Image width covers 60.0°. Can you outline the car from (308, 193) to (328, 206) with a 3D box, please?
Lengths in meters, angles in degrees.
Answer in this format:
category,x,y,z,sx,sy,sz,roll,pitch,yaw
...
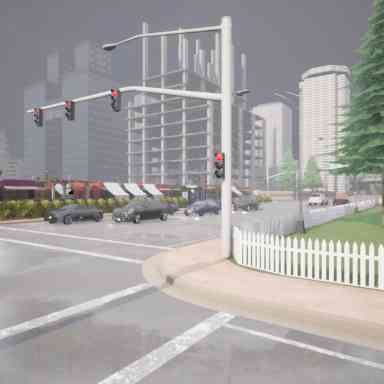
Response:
category,x,y,z,sx,sy,sz,roll,pitch,yaw
car,21.052,1.221,55.345,2.150,2.045,5.566,0,0,34

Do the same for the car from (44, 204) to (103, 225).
category,x,y,z,sx,sy,sz,roll,pitch,yaw
car,-8.588,1.564,24.410,1.994,1.385,4.181,0,0,34

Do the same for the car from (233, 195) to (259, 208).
category,x,y,z,sx,sy,sz,roll,pitch,yaw
car,7.945,1.352,48.751,2.097,1.767,4.553,0,0,35

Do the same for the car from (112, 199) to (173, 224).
category,x,y,z,sx,sy,sz,roll,pitch,yaw
car,-3.874,1.352,25.127,2.097,1.767,4.553,0,0,34

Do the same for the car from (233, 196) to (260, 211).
category,x,y,z,sx,sy,sz,roll,pitch,yaw
car,6.715,1.505,40.747,1.837,1.490,4.892,0,0,34

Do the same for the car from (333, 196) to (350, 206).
category,x,y,z,sx,sy,sz,roll,pitch,yaw
car,24.122,1.478,53.636,1.882,1.535,5.008,0,0,34

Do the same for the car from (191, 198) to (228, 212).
category,x,y,z,sx,sy,sz,roll,pitch,yaw
car,2.242,1.547,40.399,2.033,1.411,5.357,0,0,34

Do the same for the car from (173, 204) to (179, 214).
category,x,y,z,sx,sy,sz,roll,pitch,yaw
car,-3.405,1.547,32.064,2.033,1.411,5.357,0,0,34

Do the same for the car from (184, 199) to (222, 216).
category,x,y,z,sx,sy,sz,roll,pitch,yaw
car,1.078,1.526,32.421,1.812,1.442,4.674,0,0,34
